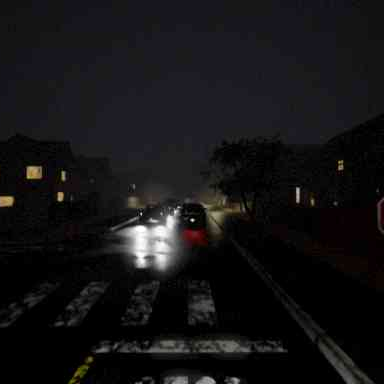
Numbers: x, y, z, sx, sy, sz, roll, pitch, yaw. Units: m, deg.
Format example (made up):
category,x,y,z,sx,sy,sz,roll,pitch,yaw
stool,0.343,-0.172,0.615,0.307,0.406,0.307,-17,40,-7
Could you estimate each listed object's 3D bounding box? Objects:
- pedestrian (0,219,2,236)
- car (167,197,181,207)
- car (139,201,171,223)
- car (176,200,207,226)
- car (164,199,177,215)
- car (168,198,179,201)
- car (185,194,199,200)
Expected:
category,x,y,z,sx,sy,sz,roll,pitch,yaw
pedestrian,-9.961,1.456,17.100,0.375,1.860,0.375,0,-2,5
car,-2.960,1.680,55.683,2.128,1.511,4.902,0,0,0
car,-2.925,1.656,25.950,1.895,1.301,4.718,0,0,0
car,0.029,1.552,23.769,1.837,1.490,4.892,0,0,0
car,-2.948,1.687,35.209,1.895,1.301,4.718,0,0,0
car,-2.975,1.609,45.324,1.882,1.535,5.008,0,0,0
car,-0.069,1.419,57.202,2.150,2.045,5.566,0,0,0
